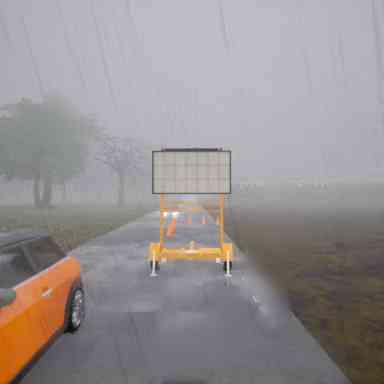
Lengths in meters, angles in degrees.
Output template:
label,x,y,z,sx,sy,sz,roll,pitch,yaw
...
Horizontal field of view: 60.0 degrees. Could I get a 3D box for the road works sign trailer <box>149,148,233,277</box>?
label,x,y,z,sx,sy,sz,roll,pitch,yaw
road works sign trailer,-0.004,0.463,10.275,2.380,3.560,2.880,0,0,1

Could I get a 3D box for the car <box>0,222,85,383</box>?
label,x,y,z,sx,sy,sz,roll,pitch,yaw
car,-2.853,1.350,3.731,2.097,1.767,4.553,0,0,0

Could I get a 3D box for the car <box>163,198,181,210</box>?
label,x,y,z,sx,sy,sz,roll,pitch,yaw
car,-2.893,1.769,44.706,1.895,1.301,4.718,0,-1,0

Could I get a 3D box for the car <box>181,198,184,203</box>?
label,x,y,z,sx,sy,sz,roll,pitch,yaw
car,-2.820,1.975,73.467,1.994,1.385,4.181,0,0,0
